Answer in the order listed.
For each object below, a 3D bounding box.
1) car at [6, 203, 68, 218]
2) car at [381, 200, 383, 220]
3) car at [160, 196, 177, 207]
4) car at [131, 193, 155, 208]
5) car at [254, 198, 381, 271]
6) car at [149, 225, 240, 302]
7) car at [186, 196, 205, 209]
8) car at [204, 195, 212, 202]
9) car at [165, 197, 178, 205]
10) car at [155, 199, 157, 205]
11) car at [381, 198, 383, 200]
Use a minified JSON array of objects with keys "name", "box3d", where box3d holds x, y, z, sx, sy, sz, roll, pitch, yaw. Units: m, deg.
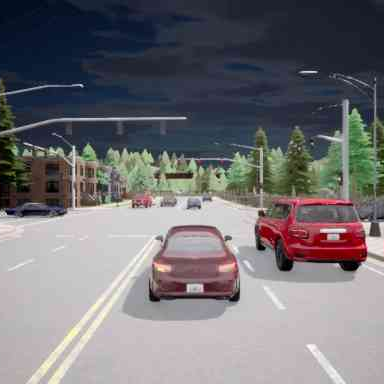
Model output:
[{"name":"car","box3d":[-13.495,1.601,29.260,4.718,1.301,1.895,0,0,-3]},{"name":"car","box3d":[14.551,1.547,25.217,5.357,1.411,2.033,0,0,0]},{"name":"car","box3d":[-3.693,1.352,51.144,2.097,1.767,4.553,0,0,0]},{"name":"car","box3d":[-7.161,1.221,47.869,2.150,2.045,5.566,0,0,2]},{"name":"car","box3d":[3.555,1.221,11.025,2.150,2.045,5.566,0,0,0]},{"name":"car","box3d":[0.048,1.526,8.144,1.812,1.442,4.674,0,0,0]},{"name":"car","box3d":[0.196,1.547,45.960,2.033,1.411,5.357,0,0,-2]},{"name":"car","box3d":[3.368,1.355,74.307,2.097,1.767,4.553,0,0,0]},{"name":"car","box3d":[-3.690,1.564,59.752,1.994,1.385,4.181,0,0,0]},{"name":"car","box3d":[-7.196,1.525,57.267,1.812,1.442,4.674,0,0,1]},{"name":"car","box3d":[18.267,1.352,32.413,4.553,1.767,2.097,0,0,0]}]
